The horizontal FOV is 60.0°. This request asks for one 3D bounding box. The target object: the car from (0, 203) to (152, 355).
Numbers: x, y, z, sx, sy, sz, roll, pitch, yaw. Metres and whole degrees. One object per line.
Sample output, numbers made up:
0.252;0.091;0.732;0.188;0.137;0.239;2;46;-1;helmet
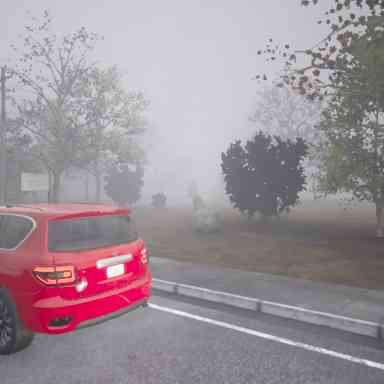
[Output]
-3.281;1.221;6.321;5.566;2.045;2.150;0;0;35;car
